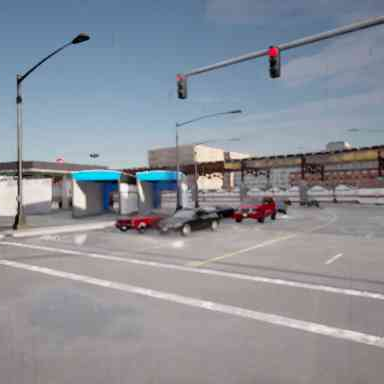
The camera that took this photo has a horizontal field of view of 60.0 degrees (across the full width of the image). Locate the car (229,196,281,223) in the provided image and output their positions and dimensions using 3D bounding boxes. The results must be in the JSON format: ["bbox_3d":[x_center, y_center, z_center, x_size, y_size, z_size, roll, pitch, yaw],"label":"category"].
[{"bbox_3d":[5.356,1.393,27.635,2.150,2.045,5.566,-1,-1,30],"label":"car"}]

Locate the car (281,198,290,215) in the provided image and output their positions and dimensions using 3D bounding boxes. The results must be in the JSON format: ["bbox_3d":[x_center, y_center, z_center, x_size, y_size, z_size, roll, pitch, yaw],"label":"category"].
[{"bbox_3d":[9.605,1.738,37.319,2.033,1.411,5.357,-1,-1,16],"label":"car"}]

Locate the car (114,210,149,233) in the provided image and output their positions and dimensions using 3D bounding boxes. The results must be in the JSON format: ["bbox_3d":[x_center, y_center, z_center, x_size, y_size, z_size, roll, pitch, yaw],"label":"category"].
[{"bbox_3d":[-2.799,1.849,21.871,1.895,1.301,4.718,-1,-1,37],"label":"car"}]

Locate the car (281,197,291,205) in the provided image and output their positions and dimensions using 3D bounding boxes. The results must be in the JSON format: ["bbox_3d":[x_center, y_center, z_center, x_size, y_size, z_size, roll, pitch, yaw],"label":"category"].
[{"bbox_3d":[16.540,1.655,62.505,2.097,1.767,4.553,-1,-1,-19],"label":"car"}]

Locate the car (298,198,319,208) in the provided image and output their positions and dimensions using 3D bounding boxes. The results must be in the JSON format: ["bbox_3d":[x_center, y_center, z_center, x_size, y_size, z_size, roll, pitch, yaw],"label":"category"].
[{"bbox_3d":[18.359,1.692,52.511,1.837,1.490,4.892,-1,-1,-3],"label":"car"}]

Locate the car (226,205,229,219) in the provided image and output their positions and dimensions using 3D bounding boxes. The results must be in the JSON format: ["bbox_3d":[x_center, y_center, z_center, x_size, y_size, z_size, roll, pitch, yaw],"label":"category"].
[{"bbox_3d":[2.380,1.834,29.433,1.895,1.301,4.718,-1,-1,30],"label":"car"}]

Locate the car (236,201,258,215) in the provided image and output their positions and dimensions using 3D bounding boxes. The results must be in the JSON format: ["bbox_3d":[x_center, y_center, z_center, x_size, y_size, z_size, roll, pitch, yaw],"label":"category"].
[{"bbox_3d":[6.529,1.802,39.244,2.033,1.411,5.357,-1,-1,14],"label":"car"}]

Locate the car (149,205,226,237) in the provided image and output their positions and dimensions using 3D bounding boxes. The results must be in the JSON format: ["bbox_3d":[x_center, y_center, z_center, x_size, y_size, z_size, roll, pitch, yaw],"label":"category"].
[{"bbox_3d":[-0.096,1.712,19.692,1.812,1.442,4.674,-1,-1,36],"label":"car"}]
